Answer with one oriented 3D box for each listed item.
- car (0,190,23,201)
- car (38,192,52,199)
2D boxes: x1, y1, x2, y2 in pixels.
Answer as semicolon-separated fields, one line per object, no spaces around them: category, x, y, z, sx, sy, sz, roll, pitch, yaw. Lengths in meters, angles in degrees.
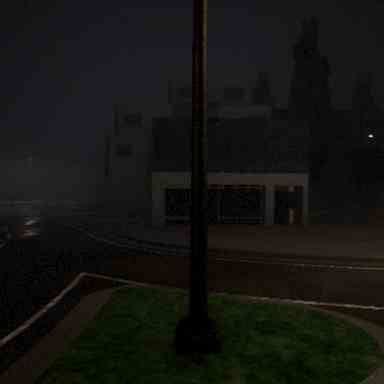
car;-34.582;0.659;63.592;2.150;2.045;5.566;0;0;-2
car;-34.995;0.813;79.241;1.882;1.535;5.008;0;0;-2
